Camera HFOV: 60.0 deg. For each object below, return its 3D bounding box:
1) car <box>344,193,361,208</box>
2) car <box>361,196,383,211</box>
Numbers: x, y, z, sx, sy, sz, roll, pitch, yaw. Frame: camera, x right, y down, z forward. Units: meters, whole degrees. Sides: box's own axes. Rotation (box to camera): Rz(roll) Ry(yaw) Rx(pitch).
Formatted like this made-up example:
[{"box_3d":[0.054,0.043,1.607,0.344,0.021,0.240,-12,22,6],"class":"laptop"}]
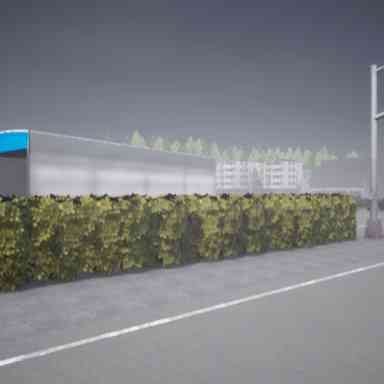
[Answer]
[{"box_3d":[18.944,1.289,38.681,5.027,1.636,2.152,0,0,-35],"class":"car"},{"box_3d":[20.783,1.298,36.140,4.514,1.523,2.007,0,0,-35],"class":"car"}]
